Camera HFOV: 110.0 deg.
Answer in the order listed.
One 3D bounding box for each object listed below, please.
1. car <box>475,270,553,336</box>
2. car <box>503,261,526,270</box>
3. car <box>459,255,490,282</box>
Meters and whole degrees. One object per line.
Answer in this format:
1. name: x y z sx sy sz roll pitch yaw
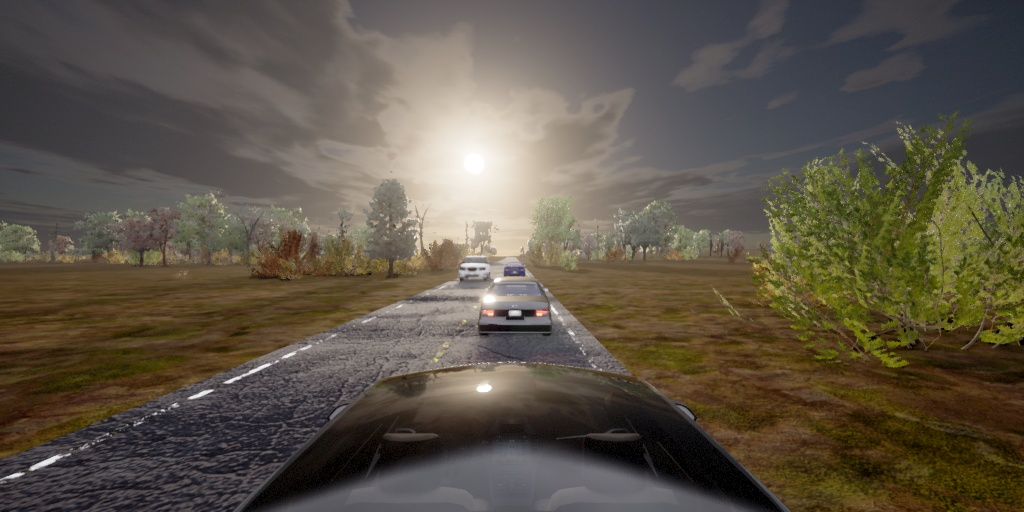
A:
1. car: 0.118 1.298 10.355 2.033 1.411 5.357 0 0 1
2. car: 0.228 1.221 32.578 1.882 1.535 5.008 0 0 0
3. car: -2.984 0.965 29.612 2.150 2.045 5.566 0 0 0
